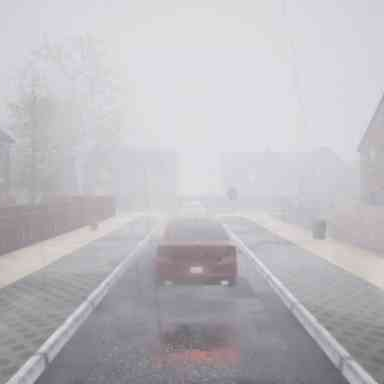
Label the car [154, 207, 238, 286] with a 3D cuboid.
[{"bbox_3d":[0.088,1.406,9.230,1.882,1.535,5.008,0,1,0],"label":"car"}]

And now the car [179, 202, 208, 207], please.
[{"bbox_3d":[0.116,1.356,21.943,1.812,1.442,4.674,0,0,2],"label":"car"}]

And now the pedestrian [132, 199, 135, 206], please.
[{"bbox_3d":[-6.765,1.060,38.416,0.375,1.860,0.375,0,0,1],"label":"pedestrian"}]
